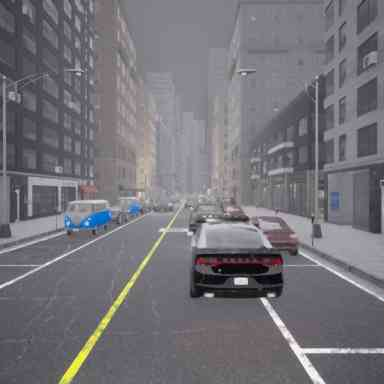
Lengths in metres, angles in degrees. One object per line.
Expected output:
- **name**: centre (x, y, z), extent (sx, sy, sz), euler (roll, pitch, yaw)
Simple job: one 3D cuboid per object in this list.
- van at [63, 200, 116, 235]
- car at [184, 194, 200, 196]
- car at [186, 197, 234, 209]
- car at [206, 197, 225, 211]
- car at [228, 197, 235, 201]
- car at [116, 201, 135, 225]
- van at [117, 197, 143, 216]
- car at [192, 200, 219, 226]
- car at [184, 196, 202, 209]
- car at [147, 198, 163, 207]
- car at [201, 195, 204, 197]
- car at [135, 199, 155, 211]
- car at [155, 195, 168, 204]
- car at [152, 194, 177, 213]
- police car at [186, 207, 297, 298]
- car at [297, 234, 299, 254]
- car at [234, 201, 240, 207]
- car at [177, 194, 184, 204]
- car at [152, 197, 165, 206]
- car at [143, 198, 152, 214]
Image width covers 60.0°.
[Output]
- **van**: centre (-5.679, 1.340, 18.369), extent (1.690, 1.788, 3.998), euler (0, 0, 0)
- **car**: centre (-0.030, 1.515, 58.888), extent (1.837, 1.490, 4.892), euler (0, 0, 0)
- **car**: centre (0.890, 1.350, 18.516), extent (2.097, 1.767, 4.553), euler (0, 0, 0)
- **car**: centre (2.835, 1.443, 40.378), extent (1.967, 1.590, 4.097), euler (0, 0, 0)
- **car**: centre (2.840, 1.315, 29.375), extent (2.192, 1.841, 5.009), euler (0, 0, 0)
- **car**: centre (-5.682, 1.550, 23.869), extent (2.008, 1.369, 4.403), euler (0, 0, 0)
- **van**: centre (-5.685, 1.341, 29.370), extent (1.690, 1.788, 3.998), euler (0, 0, 0)
- **car**: centre (0.887, 1.455, 24.735), extent (1.801, 1.575, 5.366), euler (0, 0, 0)
- **car**: centre (-0.008, 1.568, 45.453), extent (1.994, 1.385, 4.181), euler (0, 0, 0)
- **car**: centre (-5.696, 1.572, 51.376), extent (1.947, 1.339, 4.313), euler (0, 0, 0)
- **car**: centre (2.829, 1.557, 51.380), extent (2.008, 1.369, 4.403), euler (0, 0, 0)
- **car**: centre (-5.690, 1.585, 40.373), extent (1.802, 1.307, 4.206), euler (0, 0, 0)
- **car**: centre (-5.702, 1.451, 62.379), extent (1.967, 1.590, 4.097), euler (0, 0, 0)
- **car**: centre (-3.118, 1.354, 37.436), extent (2.097, 1.767, 4.553), euler (0, 0, 0)
- **police car**: centre (0.895, 1.425, 8.655), extent (1.930, 1.638, 5.238), euler (0, 0, 0)
- **car**: centre (2.849, 1.581, 12.871), extent (1.802, 1.307, 4.206), euler (0, 0, 0)
- **car**: centre (2.844, 1.581, 23.873), extent (1.802, 1.307, 4.206), euler (0, 0, 0)
- **car**: centre (-3.032, 1.517, 62.387), extent (1.837, 1.490, 4.892), euler (0, 0, 0)
- **car**: centre (-5.699, 1.591, 56.877), extent (1.802, 1.307, 4.206), euler (0, 0, 0)
- **car**: centre (-5.687, 1.567, 34.872), extent (1.947, 1.339, 4.313), euler (0, 0, 0)
